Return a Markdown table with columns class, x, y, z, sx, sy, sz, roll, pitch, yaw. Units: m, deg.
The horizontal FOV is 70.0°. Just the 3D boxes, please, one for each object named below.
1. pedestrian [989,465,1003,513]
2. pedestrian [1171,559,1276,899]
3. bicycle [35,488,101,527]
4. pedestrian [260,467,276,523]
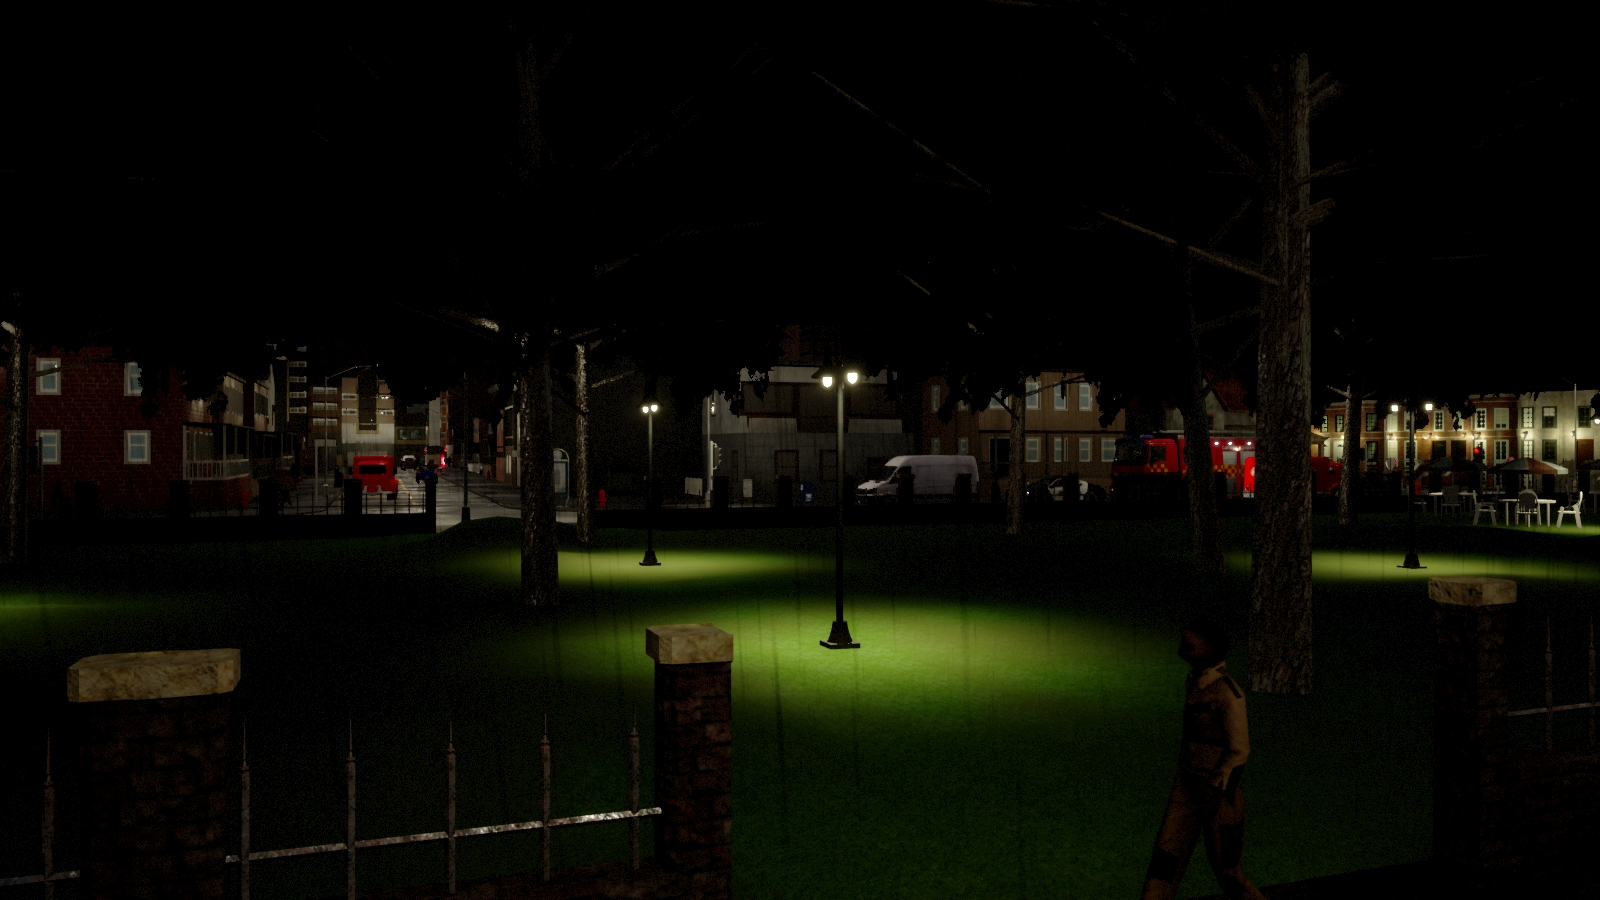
| class | x | y | z | sx | sy | sz | roll | pitch | yaw |
| --- | --- | --- | --- | --- | --- | --- | --- | --- | --- |
| pedestrian | 7.703 | 1.525 | 44.925 | 0.375 | 1.860 | 0.375 | 0 | 0 | -20 |
| pedestrian | 2.218 | 1.525 | 6.006 | 0.375 | 1.860 | 0.375 | 0 | 0 | -13 |
| bicycle | -24.797 | 1.940 | 38.720 | 1.835 | 1.271 | 0.329 | 0 | 0 | -20 |
| pedestrian | -18.000 | 1.525 | 38.651 | 0.375 | 1.860 | 0.375 | 0 | 0 | -7 |
